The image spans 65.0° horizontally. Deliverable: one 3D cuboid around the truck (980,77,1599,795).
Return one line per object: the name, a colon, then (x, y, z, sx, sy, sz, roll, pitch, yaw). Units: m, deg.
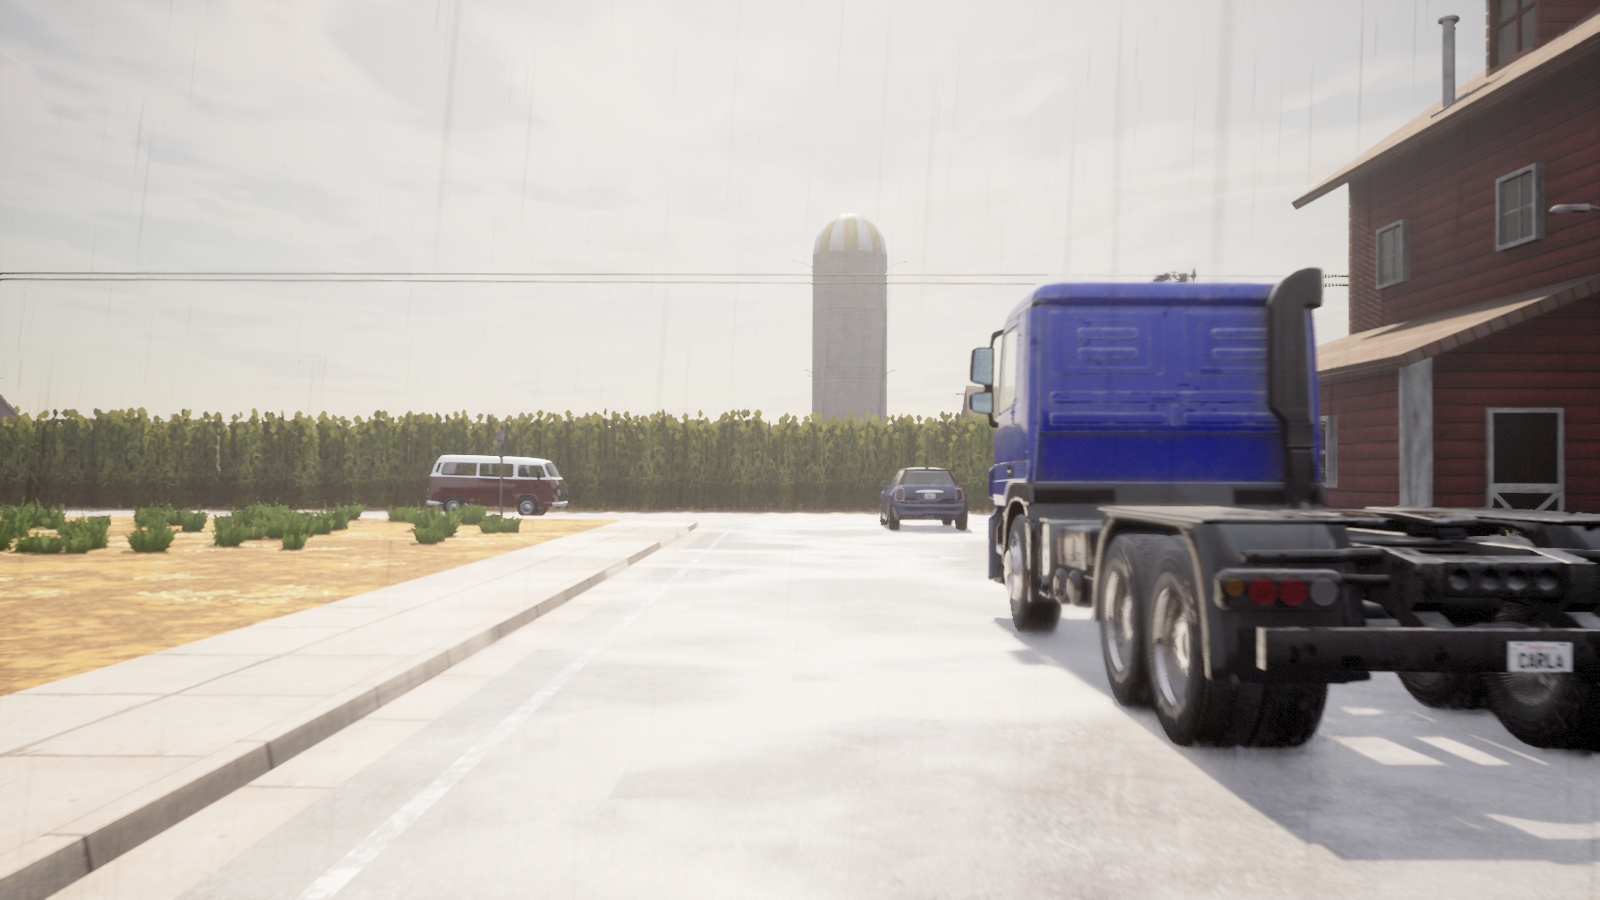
truck: (3.472, -0.013, 10.038, 2.891, 3.462, 7.936, 0, -1, 0)

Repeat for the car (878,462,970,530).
car: (3.400, 1.251, 35.295, 2.097, 1.767, 4.553, 0, -1, -1)

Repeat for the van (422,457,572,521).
van: (-10.096, 1.303, 42.100, 4.480, 2.038, 2.069, 1, -1, 1)
